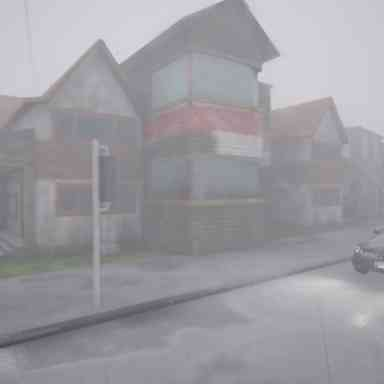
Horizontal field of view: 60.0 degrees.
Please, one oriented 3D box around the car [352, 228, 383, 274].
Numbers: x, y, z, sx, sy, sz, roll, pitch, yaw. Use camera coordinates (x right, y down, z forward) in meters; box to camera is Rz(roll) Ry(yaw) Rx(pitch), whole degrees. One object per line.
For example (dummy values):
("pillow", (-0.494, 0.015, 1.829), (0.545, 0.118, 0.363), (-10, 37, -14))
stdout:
("car", (6.362, 1.470, 9.329), (4.674, 1.442, 1.812), (0, 0, -37))
